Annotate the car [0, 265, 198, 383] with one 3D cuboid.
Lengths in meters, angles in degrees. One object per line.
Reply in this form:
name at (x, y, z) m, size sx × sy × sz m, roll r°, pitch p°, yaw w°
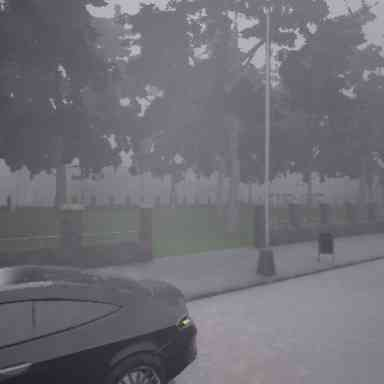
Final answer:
car at (-2.084, 1.526, 3.103) m, size 4.674 × 1.442 × 1.812 m, roll 1°, pitch 0°, yaw -36°
